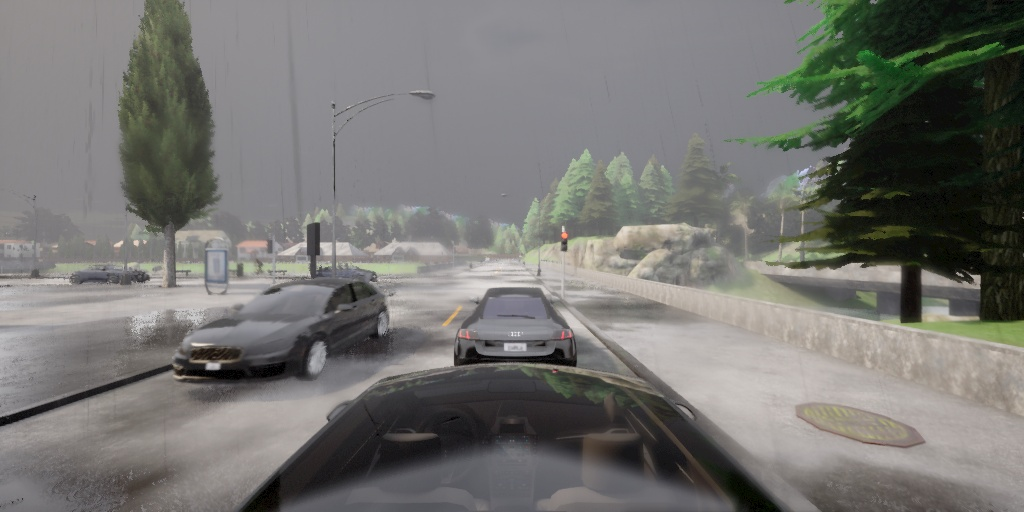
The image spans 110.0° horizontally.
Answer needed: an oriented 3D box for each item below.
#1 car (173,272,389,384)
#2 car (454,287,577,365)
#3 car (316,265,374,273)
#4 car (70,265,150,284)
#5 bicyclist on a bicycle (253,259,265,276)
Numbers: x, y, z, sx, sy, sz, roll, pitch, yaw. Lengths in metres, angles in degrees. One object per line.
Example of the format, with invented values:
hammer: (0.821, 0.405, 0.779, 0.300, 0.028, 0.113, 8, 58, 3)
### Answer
car: (-4.057, 1.254, 7.321, 1.837, 1.490, 4.892, 0, 0, 0)
car: (0.064, 1.313, 7.295, 1.994, 1.385, 4.181, 0, 0, 0)
car: (-11.931, 1.312, 25.821, 4.181, 1.385, 1.994, 0, 0, -2)
car: (-28.736, 1.312, 25.724, 4.181, 1.385, 1.994, 0, 0, 0)
bicyclist on a bicycle: (-24.099, 1.096, 34.120, 0.582, 1.620, 1.656, 0, 0, 0)
